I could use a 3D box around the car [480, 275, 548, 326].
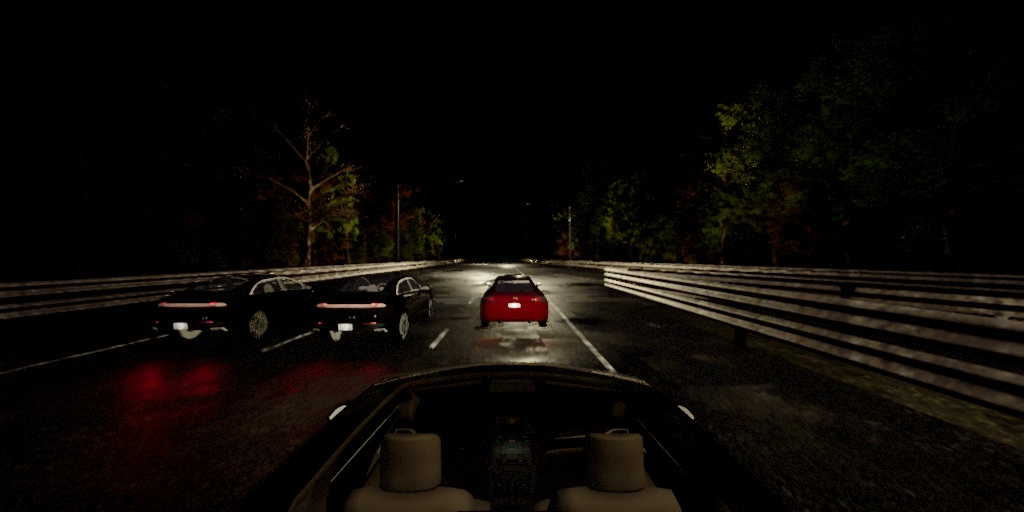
[{"bbox_3d":[0.054,1.327,11.816,1.994,1.385,4.181,0,0,0],"label":"car"}]

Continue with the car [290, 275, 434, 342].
[{"bbox_3d":[-3.432,1.253,9.787,2.128,1.511,4.902,0,0,0],"label":"car"}]

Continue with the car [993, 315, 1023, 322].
[{"bbox_3d":[13.810,1.330,7.432,1.812,1.442,4.674,0,0,-14],"label":"car"}]

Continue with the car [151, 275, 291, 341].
[{"bbox_3d":[-6.934,1.255,9.915,2.128,1.511,4.902,0,0,0],"label":"car"}]
